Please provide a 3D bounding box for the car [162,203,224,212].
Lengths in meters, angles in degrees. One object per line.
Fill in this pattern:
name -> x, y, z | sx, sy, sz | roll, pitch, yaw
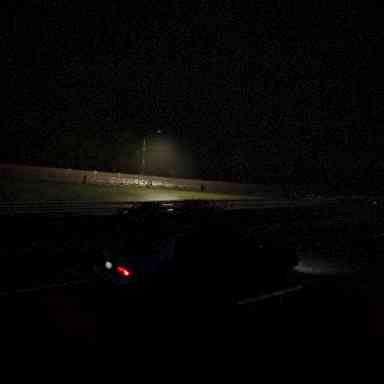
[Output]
car -> 0.748, 1.600, 21.722 | 4.718, 1.301, 1.895 | 0, 0, -35

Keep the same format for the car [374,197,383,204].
car -> 29.786, 1.543, 50.979 | 4.892, 1.490, 1.837 | 0, 0, -35

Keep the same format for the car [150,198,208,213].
car -> -0.490, 1.351, 25.137 | 4.553, 1.767, 2.097 | 0, 0, -35

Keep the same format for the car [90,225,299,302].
car -> 0.324, 1.547, 8.277 | 5.357, 1.411, 2.033 | 0, 0, -36

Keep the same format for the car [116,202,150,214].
car -> -3.881, 1.525, 27.018 | 4.674, 1.442, 1.812 | 0, 0, -35
